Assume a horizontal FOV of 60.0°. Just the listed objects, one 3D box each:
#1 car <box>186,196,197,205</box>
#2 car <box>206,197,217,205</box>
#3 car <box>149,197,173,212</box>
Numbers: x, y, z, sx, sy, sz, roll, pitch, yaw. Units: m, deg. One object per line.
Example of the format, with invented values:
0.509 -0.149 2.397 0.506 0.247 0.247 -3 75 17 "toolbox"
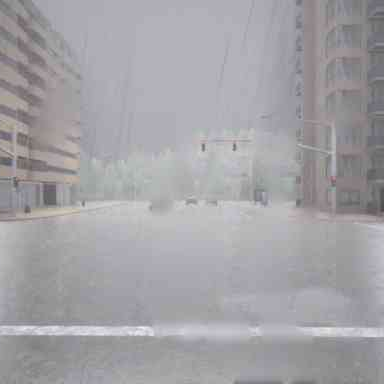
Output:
-0.088 1.526 60.090 1.812 1.442 4.674 0 0 0 "car"
3.560 1.548 59.644 2.033 1.411 5.357 0 0 2 "car"
-3.655 1.352 38.356 2.097 1.767 4.553 0 0 0 "car"
